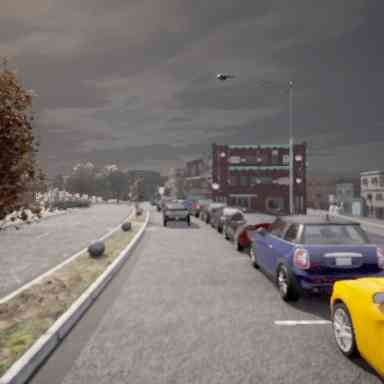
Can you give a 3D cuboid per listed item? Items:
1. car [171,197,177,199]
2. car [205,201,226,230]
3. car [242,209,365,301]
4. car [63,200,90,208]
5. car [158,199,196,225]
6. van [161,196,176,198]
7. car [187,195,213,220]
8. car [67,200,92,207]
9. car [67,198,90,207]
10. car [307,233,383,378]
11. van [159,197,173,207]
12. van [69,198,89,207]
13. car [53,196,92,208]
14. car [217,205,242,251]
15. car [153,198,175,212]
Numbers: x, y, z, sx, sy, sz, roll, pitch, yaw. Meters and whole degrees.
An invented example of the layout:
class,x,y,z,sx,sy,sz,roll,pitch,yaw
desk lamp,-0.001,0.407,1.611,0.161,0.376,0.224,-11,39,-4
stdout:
class,x,y,z,sx,sy,sz,roll,pitch,yaw
car,-1.459,1.751,47.186,2.002,1.452,4.674,0,-1,-10
car,2.198,1.522,19.731,2.002,1.452,4.674,0,0,-4
car,2.854,1.354,8.503,2.185,1.767,4.553,0,0,-1
car,-22.551,2.326,65.283,4.892,1.521,2.231,0,-2,-15
car,-1.173,1.499,23.935,2.128,1.511,4.902,0,0,-5
van,-3.699,1.735,58.178,1.878,1.987,4.442,0,-1,-12
car,1.083,1.383,30.732,2.185,1.767,4.553,0,0,-6
car,-25.521,2.660,75.792,5.366,1.575,1.946,0,-2,-18
car,-29.248,2.716,85.924,5.566,2.045,2.435,0,-2,-20
car,2.995,1.478,2.980,2.097,1.535,5.008,0,0,0
van,-4.982,1.892,63.564,1.878,1.987,4.442,0,-2,-13
van,-26.663,2.518,78.299,4.442,1.987,1.878,0,-2,-18
car,-19.802,1.727,54.590,5.566,2.045,2.435,0,-1,-13
car,2.574,1.510,14.224,2.163,1.488,4.792,0,0,-3
car,-3.473,1.749,41.577,1.895,1.301,4.718,0,-1,-9
